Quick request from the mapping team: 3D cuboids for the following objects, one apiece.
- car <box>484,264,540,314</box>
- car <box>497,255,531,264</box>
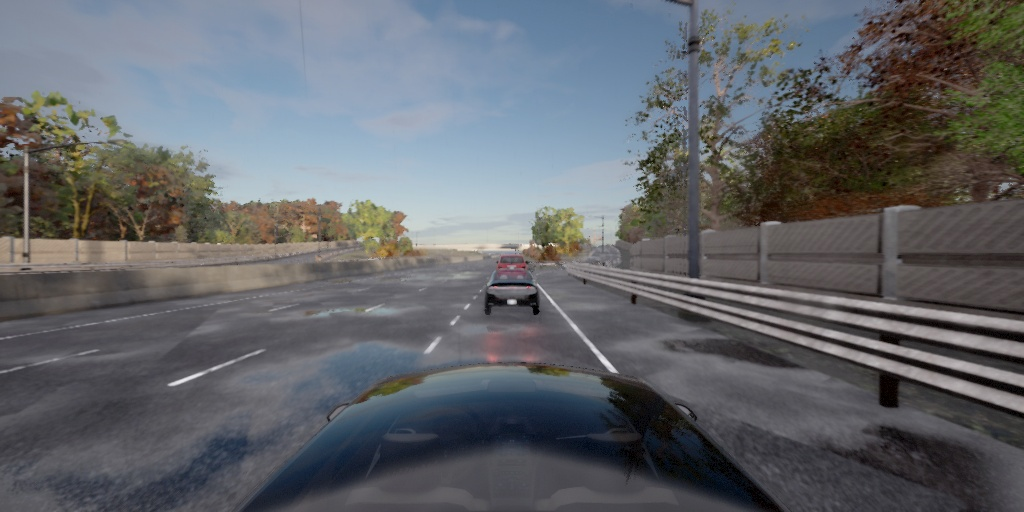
[{"bbox_3d":[-0.001,1.222,13.685,2.128,1.511,4.902,0,0,0],"label":"car"},{"bbox_3d":[0.049,0.931,26.404,2.150,2.045,5.566,0,0,1],"label":"car"}]
